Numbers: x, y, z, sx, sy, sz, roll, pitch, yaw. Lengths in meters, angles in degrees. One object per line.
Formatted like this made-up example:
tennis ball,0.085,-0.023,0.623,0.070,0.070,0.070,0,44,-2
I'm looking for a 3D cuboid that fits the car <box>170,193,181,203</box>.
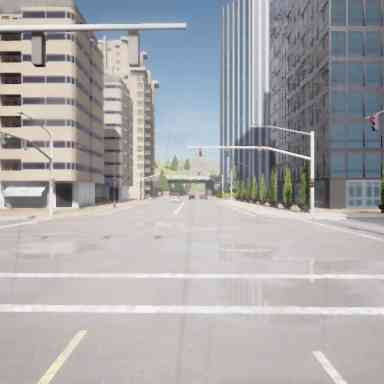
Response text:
car,-3.500,1.216,70.671,2.150,2.045,5.566,0,0,0
